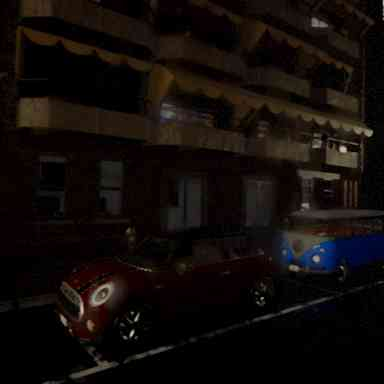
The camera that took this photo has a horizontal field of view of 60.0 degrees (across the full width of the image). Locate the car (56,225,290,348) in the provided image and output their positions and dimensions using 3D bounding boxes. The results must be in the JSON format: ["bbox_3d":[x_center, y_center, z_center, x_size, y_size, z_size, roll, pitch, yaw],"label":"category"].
[{"bbox_3d":[-0.343,1.466,6.294,4.097,1.590,1.967,1,1,-35],"label":"car"}]

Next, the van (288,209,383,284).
[{"bbox_3d":[4.299,1.412,9.601,3.998,1.788,1.690,1,1,-35],"label":"van"}]
